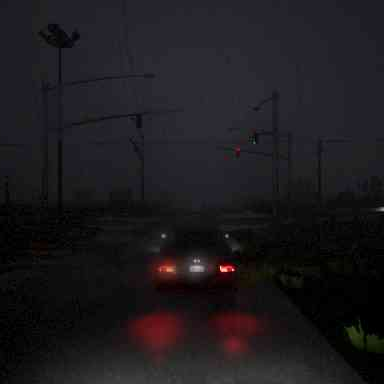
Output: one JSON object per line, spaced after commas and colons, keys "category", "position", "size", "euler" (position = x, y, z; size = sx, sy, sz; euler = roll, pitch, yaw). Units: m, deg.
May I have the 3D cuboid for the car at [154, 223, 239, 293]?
{"category": "car", "position": [0.090, 1.547, 8.996], "size": [2.033, 1.411, 5.357], "euler": [0, 0, 0]}
